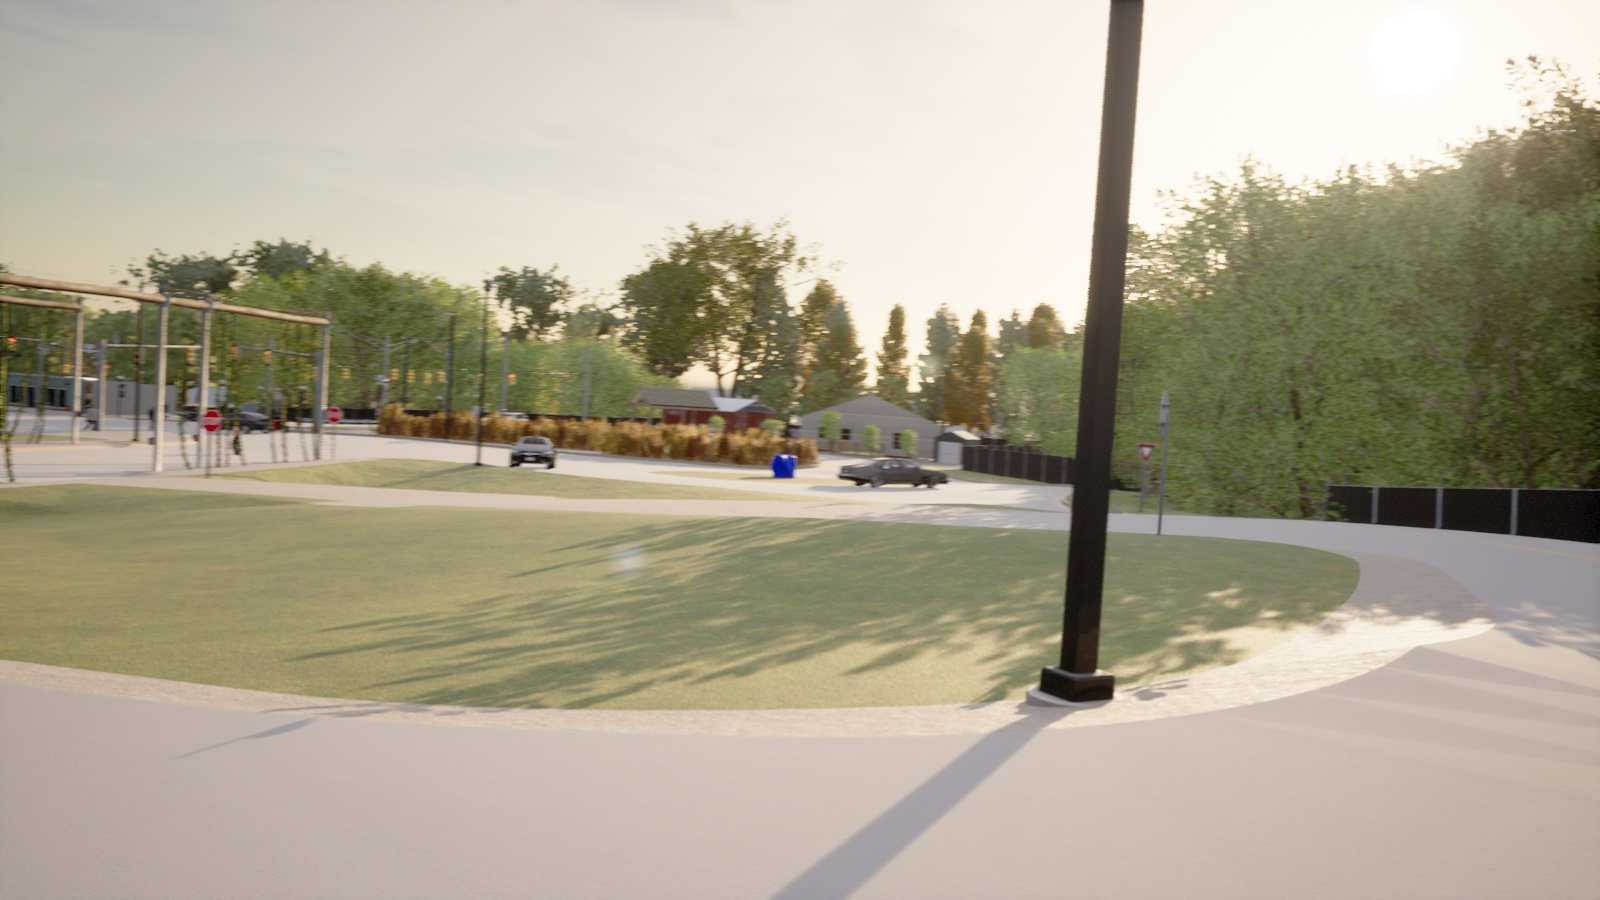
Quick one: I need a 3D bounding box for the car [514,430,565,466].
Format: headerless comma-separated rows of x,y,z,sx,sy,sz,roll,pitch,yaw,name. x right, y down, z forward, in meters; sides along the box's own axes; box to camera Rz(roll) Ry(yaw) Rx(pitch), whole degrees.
-13.281,-0.137,64.369,2.152,1.651,5.027,3,0,-8,car

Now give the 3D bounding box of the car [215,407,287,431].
-38.529,-2.197,88.128,4.892,1.490,1.837,3,2,26,car

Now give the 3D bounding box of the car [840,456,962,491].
4.752,1.108,59.163,5.357,1.411,2.033,2,1,-25,car
